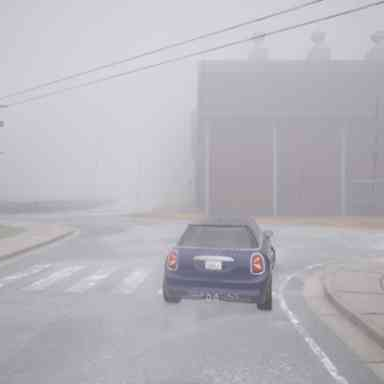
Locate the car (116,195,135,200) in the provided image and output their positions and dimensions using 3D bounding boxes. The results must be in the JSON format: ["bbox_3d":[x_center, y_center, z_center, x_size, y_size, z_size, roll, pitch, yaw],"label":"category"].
[{"bbox_3d":[-17.545,1.532,87.848,4.718,1.301,1.895,0,0,-38],"label":"car"}]

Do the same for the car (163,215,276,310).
[{"bbox_3d":[0.868,1.339,8.113,2.097,1.767,4.553,0,0,13],"label":"car"}]
